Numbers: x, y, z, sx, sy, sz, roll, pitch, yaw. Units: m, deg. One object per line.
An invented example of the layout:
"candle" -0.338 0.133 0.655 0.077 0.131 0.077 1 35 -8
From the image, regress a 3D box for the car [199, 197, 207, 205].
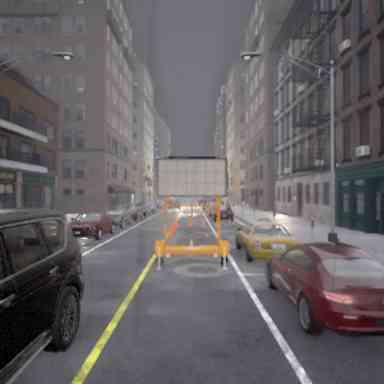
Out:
"car" 2.630 1.802 52.047 2.192 1.841 5.009 0 -1 0

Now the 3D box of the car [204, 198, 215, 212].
"car" 2.632 1.769 35.000 1.967 1.590 4.097 0 -1 0

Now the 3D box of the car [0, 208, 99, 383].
"car" -2.851 1.254 3.365 2.150 2.045 5.566 0 -1 0

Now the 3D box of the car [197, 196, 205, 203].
"car" 2.674 2.203 95.612 2.192 1.841 5.009 0 -1 0

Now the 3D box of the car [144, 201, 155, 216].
"car" -5.393 1.895 34.997 1.947 1.339 4.313 0 -1 0

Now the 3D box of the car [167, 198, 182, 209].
"car" -2.766 2.058 54.534 2.033 1.411 5.357 0 -1 0

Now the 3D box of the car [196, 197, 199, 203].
"car" 2.689 2.052 79.102 2.192 1.841 5.009 0 -1 0

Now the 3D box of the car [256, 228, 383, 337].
"car" 2.636 1.645 6.588 1.802 1.307 4.206 0 -1 0

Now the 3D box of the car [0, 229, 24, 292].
"car" -5.389 1.629 6.586 1.947 1.339 4.313 0 -1 0

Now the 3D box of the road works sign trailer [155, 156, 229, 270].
"road works sign trailer" -0.002 0.574 11.467 2.380 3.560 2.880 0 -1 0

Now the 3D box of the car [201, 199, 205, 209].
"car" 2.631 1.985 46.363 2.008 1.369 4.403 0 -1 0

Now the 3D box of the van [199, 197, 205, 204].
"van" 2.679 2.179 90.108 1.690 1.788 3.998 0 -1 0

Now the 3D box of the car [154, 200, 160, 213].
"car" -5.394 1.822 40.680 1.967 1.590 4.097 0 -1 0

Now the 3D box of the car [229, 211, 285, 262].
"car" 2.635 1.644 12.440 1.752 1.417 4.829 0 -1 0

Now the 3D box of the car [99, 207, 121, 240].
"car" -5.390 1.715 17.951 1.887 1.381 4.507 0 -1 0

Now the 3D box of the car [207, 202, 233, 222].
"car" 2.633 1.821 29.316 1.887 1.381 4.507 0 -1 0

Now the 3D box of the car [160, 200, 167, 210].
"car" -5.395 1.927 52.044 1.967 1.590 4.097 0 -1 0

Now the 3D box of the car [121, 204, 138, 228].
"car" -5.391 1.774 23.633 2.008 1.369 4.403 0 -1 0

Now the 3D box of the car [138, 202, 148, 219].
"car" -5.392 1.821 29.315 1.887 1.381 4.507 0 -1 0

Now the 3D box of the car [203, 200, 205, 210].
"car" 2.632 1.927 40.681 1.887 1.381 4.507 0 -1 0
